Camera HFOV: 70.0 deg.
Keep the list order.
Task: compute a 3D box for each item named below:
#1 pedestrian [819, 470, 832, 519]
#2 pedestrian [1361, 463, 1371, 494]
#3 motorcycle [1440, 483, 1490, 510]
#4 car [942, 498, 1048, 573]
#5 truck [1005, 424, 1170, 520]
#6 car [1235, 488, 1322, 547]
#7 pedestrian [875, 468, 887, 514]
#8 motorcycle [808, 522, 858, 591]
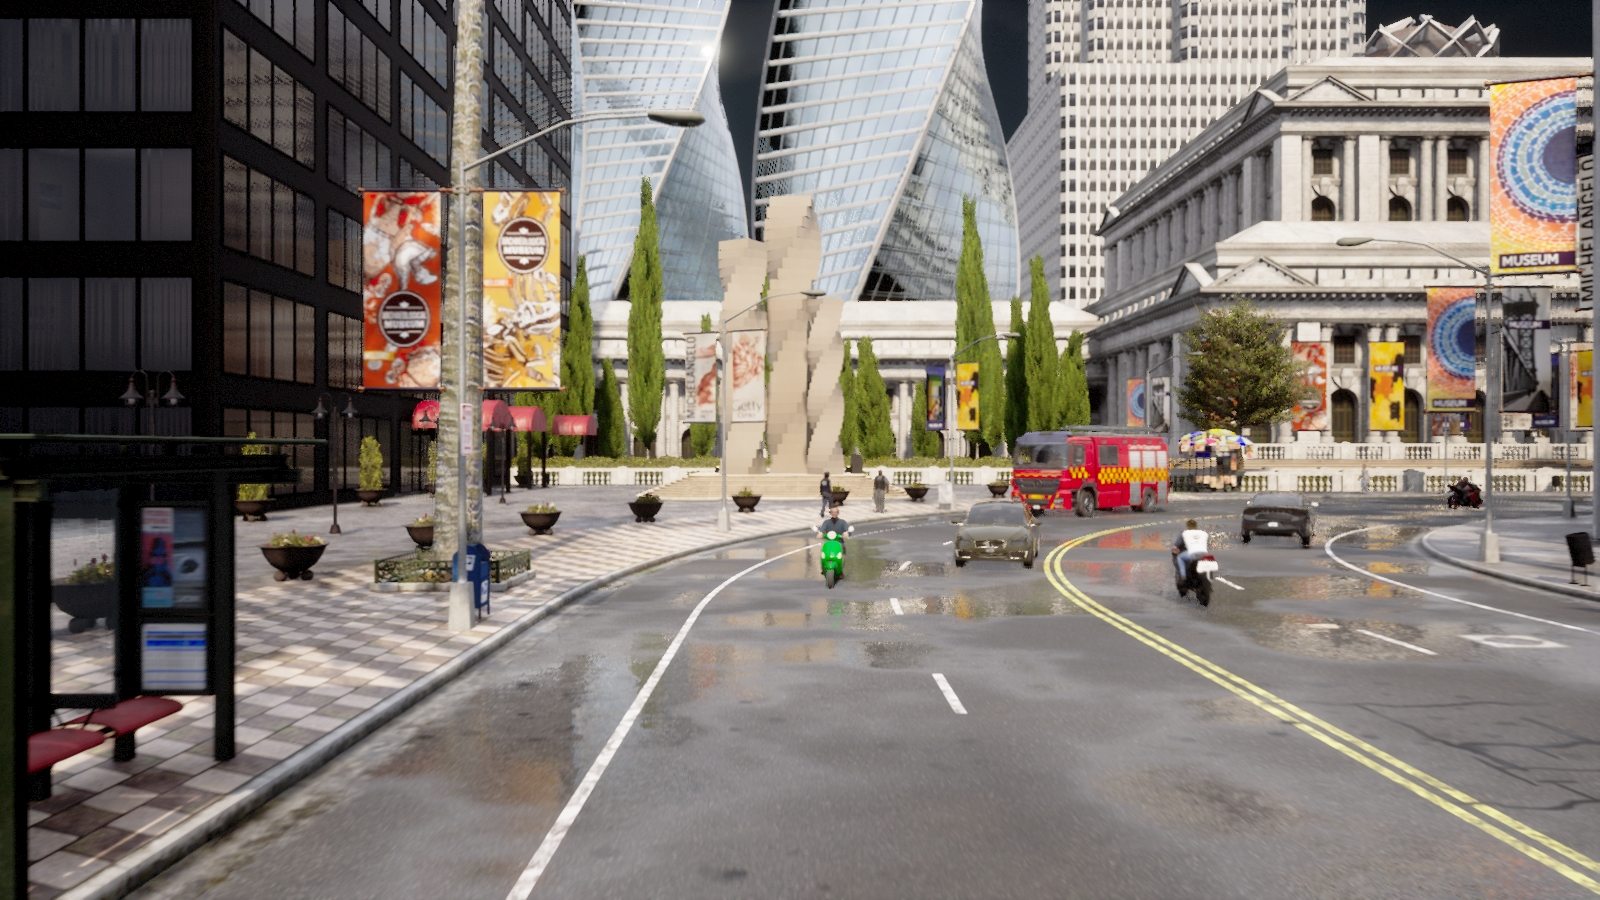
[{"bbox_3d":[0.987,1.698,43.836,0.375,1.860,0.375,0,0,35],"label":"pedestrian"},{"bbox_3d":[33.688,1.696,68.044,0.375,1.860,0.375,0,0,-20],"label":"pedestrian"},{"bbox_3d":[31.635,2.204,54.350,2.209,1.251,0.867,0,0,-22],"label":"motorcycle"},{"bbox_3d":[4.990,2.061,28.697,2.231,1.480,4.892,0,0,14],"label":"car"},{"bbox_3d":[12.600,0.890,49.484,8.468,3.827,2.891,0,0,-44],"label":"truck"},{"bbox_3d":[15.035,2.034,35.725,2.097,1.535,5.006,0,0,28],"label":"car"},{"bbox_3d":[3.367,1.697,47.378,0.375,1.860,0.375,0,0,28],"label":"pedestrian"},{"bbox_3d":[0.698,2.182,23.710,0.856,1.236,1.805,0,0,7],"label":"motorcycle"}]
